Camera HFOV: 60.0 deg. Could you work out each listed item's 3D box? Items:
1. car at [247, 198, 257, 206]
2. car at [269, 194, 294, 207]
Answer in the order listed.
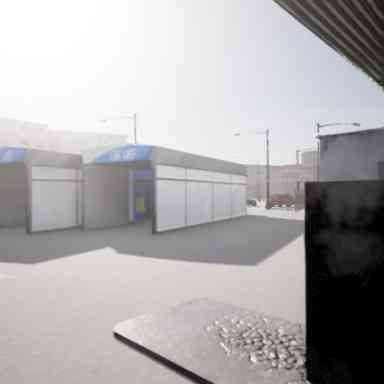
[{"bbox_3d":[8.542,1.644,54.926,4.902,1.511,2.128,0,0,-33],"label":"car"},{"bbox_3d":[14.767,1.316,53.545,5.566,2.045,2.150,0,0,-24],"label":"car"}]
